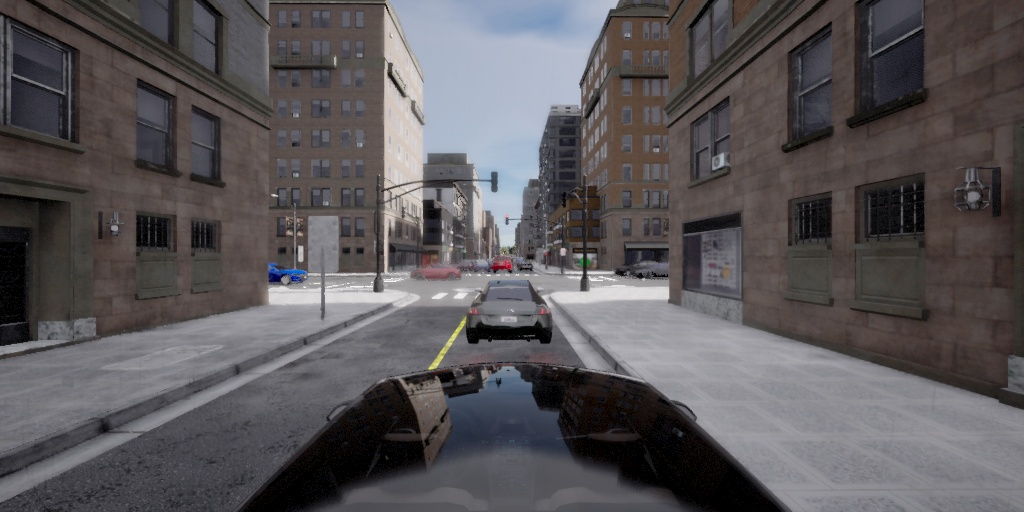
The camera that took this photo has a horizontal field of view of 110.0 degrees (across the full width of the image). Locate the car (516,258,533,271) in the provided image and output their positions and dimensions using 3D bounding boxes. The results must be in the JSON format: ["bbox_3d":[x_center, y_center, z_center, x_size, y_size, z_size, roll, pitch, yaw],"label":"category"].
[{"bbox_3d":[1.901,1.362,48.685,1.948,1.339,4.313,0,0,0],"label":"car"}]

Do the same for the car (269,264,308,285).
[{"bbox_3d":[-17.583,1.292,26.197,5.008,1.535,1.882,0,0,1],"label":"car"}]

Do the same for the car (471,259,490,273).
[{"bbox_3d":[-3.574,1.315,44.668,1.812,1.442,4.674,0,0,1],"label":"car"}]

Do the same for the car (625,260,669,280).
[{"bbox_3d":[12.706,1.247,30.054,5.357,1.411,2.033,0,0,-1],"label":"car"}]

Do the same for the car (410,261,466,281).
[{"bbox_3d":[-6.242,1.335,29.801,4.181,1.385,1.994,0,0,-1],"label":"car"}]

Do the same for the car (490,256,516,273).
[{"bbox_3d":[-1.044,1.009,43.757,2.150,2.045,5.566,0,0,3],"label":"car"}]

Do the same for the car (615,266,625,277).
[{"bbox_3d":[12.089,1.187,33.295,5.008,1.535,1.882,0,0,-1],"label":"car"}]

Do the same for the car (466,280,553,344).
[{"bbox_3d":[-0.070,1.315,9.614,1.994,1.385,4.181,0,0,0],"label":"car"}]

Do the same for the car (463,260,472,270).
[{"bbox_3d":[-6.124,1.236,48.620,1.967,1.591,4.097,0,0,0],"label":"car"}]
